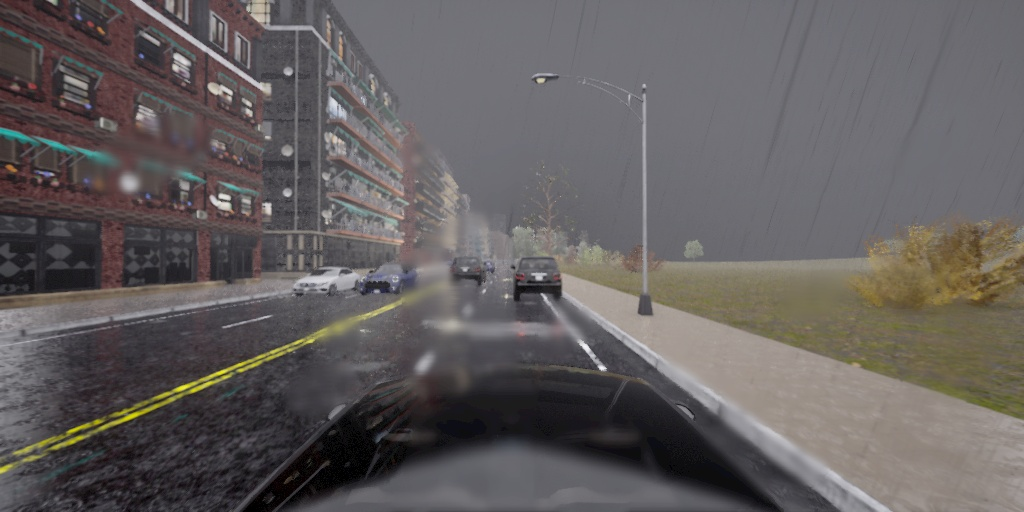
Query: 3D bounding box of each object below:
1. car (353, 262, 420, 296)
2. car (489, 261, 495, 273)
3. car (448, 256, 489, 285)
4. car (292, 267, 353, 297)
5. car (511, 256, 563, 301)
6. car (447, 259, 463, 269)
[{"bbox_3d":[-6.602,1.148,19.752,2.097,1.767,4.553,0,0,0],"label":"car"},{"bbox_3d":[-3.154,1.383,44.748,1.812,1.442,4.674,0,0,0],"label":"car"},{"bbox_3d":[-3.153,1.037,26.683,2.150,2.045,5.566,0,0,0],"label":"car"},{"bbox_3d":[-9.851,1.321,19.518,1.812,1.442,4.674,0,0,0],"label":"car"},{"bbox_3d":[1.136,1.016,17.667,2.150,2.045,5.566,0,0,0],"label":"car"},{"bbox_3d":[-9.811,1.376,62.119,1.882,1.535,5.008,0,0,0],"label":"car"}]
